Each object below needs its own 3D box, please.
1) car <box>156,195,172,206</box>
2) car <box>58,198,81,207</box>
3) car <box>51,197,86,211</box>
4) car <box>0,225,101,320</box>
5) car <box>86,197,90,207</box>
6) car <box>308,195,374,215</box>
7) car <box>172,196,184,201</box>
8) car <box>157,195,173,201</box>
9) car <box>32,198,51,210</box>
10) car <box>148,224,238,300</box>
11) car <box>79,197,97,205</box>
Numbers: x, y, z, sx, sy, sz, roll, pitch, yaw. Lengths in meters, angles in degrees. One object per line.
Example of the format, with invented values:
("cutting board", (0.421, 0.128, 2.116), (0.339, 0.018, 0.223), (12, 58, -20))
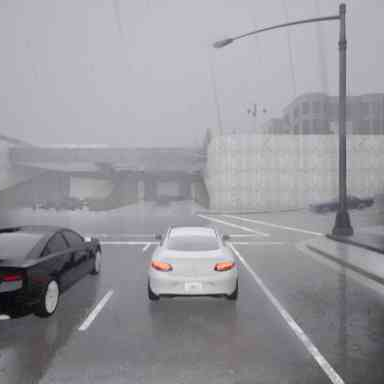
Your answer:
("car", (-4.929, 1.585, 56.253), (1.994, 1.385, 4.181), (0, 0, -2))
("car", (-18.975, 1.621, 51.811), (1.895, 1.301, 4.718), (0, 0, -2))
("car", (-15.101, 1.368, 41.016), (2.097, 1.767, 4.553), (0, 0, -2))
("car", (-3.480, 1.481, 7.467), (1.882, 1.535, 5.008), (0, 0, 0))
("car", (-15.417, 1.510, 50.119), (2.128, 1.511, 4.902), (0, 0, -2))
("car", (12.034, 1.023, 27.134), (4.718, 1.301, 1.895), (-6, 0, -1))
("car", (-3.542, 1.584, 82.331), (1.994, 1.385, 4.181), (0, 0, 24))
("car", (-6.822, 1.532, 83.549), (1.837, 1.490, 4.892), (0, 0, 24))
("car", (-18.661, 1.508, 42.550), (2.128, 1.511, 4.902), (0, 0, -2))
("car", (0.013, 1.529, 8.268), (1.812, 1.442, 4.674), (0, 0, 0))
("car", (-19.276, 1.624, 61.980), (1.895, 1.301, 4.718), (0, 0, -1))
